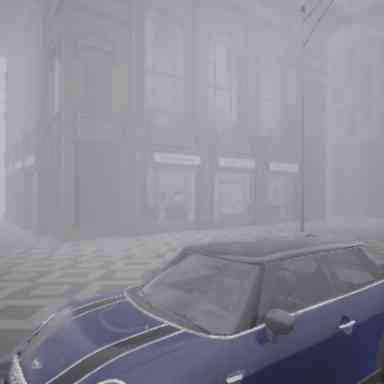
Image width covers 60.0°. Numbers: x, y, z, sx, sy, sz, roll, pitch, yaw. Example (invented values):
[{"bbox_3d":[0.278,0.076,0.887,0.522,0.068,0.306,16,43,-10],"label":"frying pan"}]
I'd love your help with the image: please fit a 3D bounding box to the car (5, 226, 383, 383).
[{"bbox_3d":[0.492,1.353,3.727,4.553,1.767,2.097,0,0,-35],"label":"car"}]
